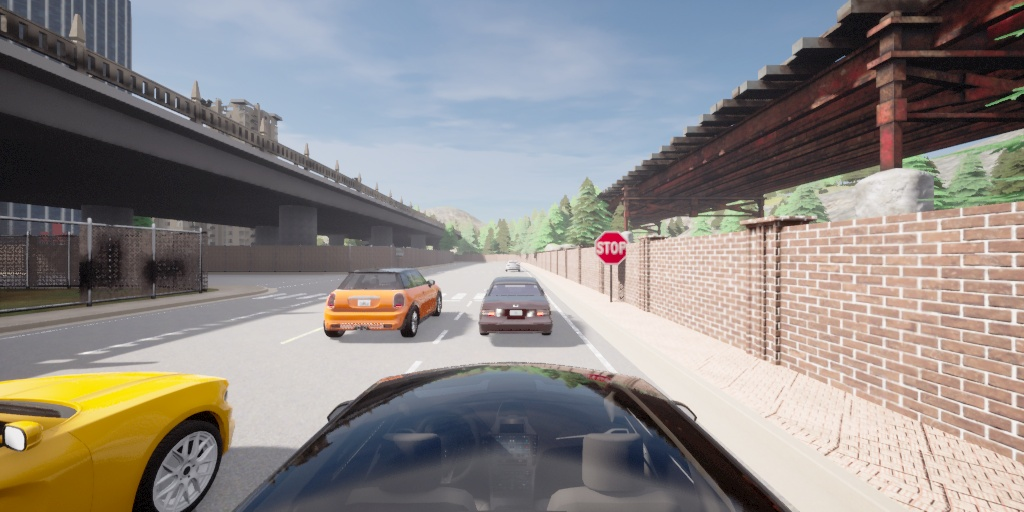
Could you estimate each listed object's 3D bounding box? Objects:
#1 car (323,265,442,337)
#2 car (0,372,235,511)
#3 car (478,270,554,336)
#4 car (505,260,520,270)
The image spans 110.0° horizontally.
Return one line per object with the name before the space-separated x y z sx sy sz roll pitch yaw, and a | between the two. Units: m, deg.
car | -3.414 1.102 10.393 2.097 1.767 4.553 0 0 0
car | -3.398 1.228 1.136 1.882 1.535 5.008 0 0 0
car | 0.088 1.297 10.412 2.033 1.411 5.357 0 0 0
car | 0.114 1.276 46.284 1.812 1.442 4.674 0 0 -1
